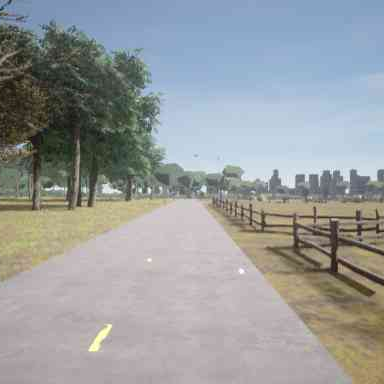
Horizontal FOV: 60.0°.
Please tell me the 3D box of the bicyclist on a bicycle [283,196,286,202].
[{"bbox_3d":[19.913,1.567,71.699,0.582,1.620,1.656,0,0,0],"label":"bicyclist on a bicycle"}]
